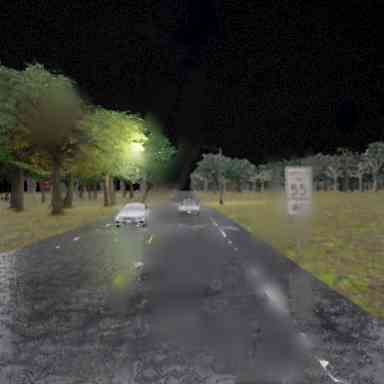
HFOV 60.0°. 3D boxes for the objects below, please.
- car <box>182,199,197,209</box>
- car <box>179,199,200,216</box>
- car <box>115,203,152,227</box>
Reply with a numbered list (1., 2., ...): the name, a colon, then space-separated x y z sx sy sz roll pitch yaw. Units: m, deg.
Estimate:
1. car: -0.337 1.587 45.941 1.895 1.301 4.718 0 0 -1
2. car: -0.232 1.482 31.246 1.895 1.301 4.718 0 0 1
3. car: -3.684 1.435 21.658 1.812 1.442 4.674 0 0 -1
